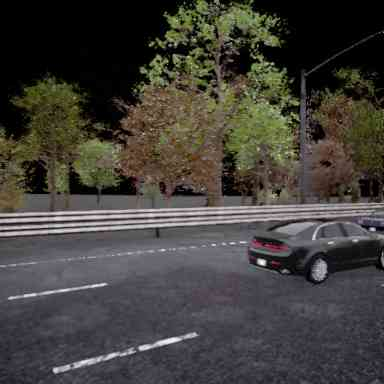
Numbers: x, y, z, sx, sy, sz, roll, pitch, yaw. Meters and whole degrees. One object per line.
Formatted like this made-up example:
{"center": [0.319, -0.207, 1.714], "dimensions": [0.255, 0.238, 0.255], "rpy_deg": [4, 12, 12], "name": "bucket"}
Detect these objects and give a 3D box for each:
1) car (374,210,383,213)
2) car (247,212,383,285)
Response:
{"center": [10.917, 1.571, 17.672], "dimensions": [4.718, 1.301, 1.895], "rpy_deg": [0, 0, -30], "name": "car"}
{"center": [3.802, 1.489, 9.467], "dimensions": [4.892, 1.490, 1.837], "rpy_deg": [0, 0, -31], "name": "car"}
